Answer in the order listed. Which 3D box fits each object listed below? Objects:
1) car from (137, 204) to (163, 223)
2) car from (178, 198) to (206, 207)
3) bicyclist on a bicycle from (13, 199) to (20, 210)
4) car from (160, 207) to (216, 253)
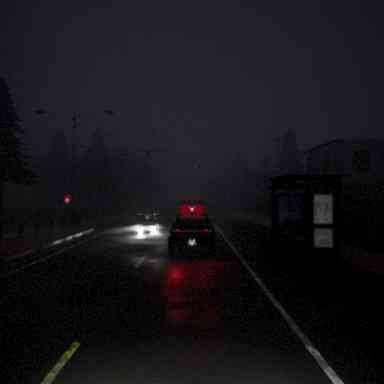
[{"bbox_3d":[-3.502,1.764,28.461,2.128,1.511,4.902,0,-1,0],"label":"car"},{"bbox_3d":[-0.002,1.493,29.005,2.150,2.045,5.566,0,0,0],"label":"car"},{"bbox_3d":[-23.557,1.742,44.708,0.582,1.620,1.656,0,0,-2],"label":"bicyclist on a bicycle"},{"bbox_3d":[0.004,1.629,14.295,2.128,1.511,4.902,0,0,0],"label":"car"}]
